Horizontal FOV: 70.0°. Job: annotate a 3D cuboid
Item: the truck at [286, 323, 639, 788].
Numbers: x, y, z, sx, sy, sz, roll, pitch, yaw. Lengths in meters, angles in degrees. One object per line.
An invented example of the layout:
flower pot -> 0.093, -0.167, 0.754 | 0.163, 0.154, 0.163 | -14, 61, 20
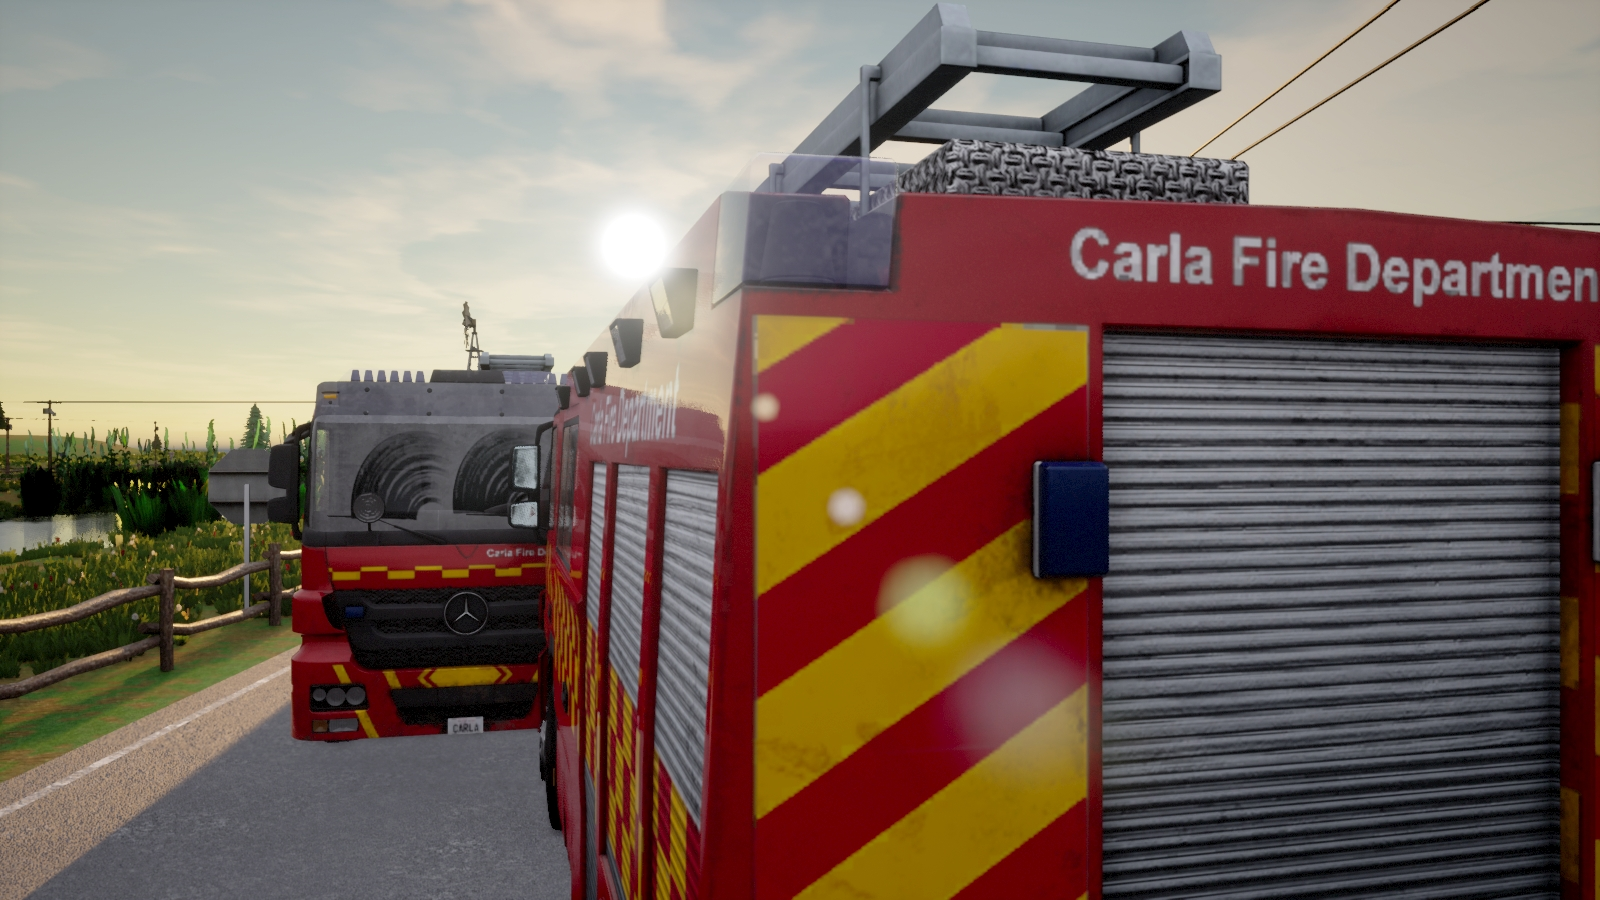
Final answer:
truck -> -3.910, 0.862, 13.873 | 2.891, 3.827, 8.468 | 0, 0, -15

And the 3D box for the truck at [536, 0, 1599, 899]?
truck -> 0.032, 0.867, 6.874 | 2.891, 3.827, 8.468 | 0, 0, -15

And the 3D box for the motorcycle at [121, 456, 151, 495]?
motorcycle -> -41.335, 1.577, 71.178 | 0.803, 2.348, 2.033 | 0, 0, -4

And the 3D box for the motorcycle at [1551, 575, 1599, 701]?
motorcycle -> 9.786, 2.142, 13.125 | 1.805, 1.316, 0.856 | 0, 0, -7
